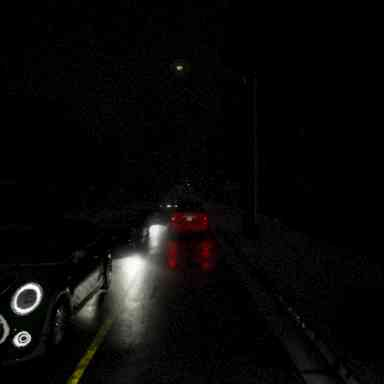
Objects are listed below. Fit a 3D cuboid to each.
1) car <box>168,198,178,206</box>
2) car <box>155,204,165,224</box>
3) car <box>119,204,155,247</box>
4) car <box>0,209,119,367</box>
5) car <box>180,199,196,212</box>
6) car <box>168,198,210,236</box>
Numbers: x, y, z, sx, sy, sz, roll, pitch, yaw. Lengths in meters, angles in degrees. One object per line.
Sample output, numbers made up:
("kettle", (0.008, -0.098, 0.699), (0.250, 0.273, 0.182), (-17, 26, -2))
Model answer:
("car", (-3.699, 1.911, 65.851), (1.882, 1.535, 5.008), (0, -1, 0))
("car", (-3.164, 1.615, 25.337), (1.994, 1.385, 4.181), (0, 0, 0))
("car", (-3.051, 1.499, 15.376), (1.882, 1.535, 5.008), (0, 0, -1))
("car", (-2.922, 1.358, 6.105), (2.097, 1.767, 4.553), (0, 0, -1))
("car", (-0.488, 1.632, 41.809), (1.837, 1.490, 4.892), (0, 0, -1))
("car", (-0.155, 1.372, 18.697), (2.097, 1.767, 4.553), (0, 0, -1))
